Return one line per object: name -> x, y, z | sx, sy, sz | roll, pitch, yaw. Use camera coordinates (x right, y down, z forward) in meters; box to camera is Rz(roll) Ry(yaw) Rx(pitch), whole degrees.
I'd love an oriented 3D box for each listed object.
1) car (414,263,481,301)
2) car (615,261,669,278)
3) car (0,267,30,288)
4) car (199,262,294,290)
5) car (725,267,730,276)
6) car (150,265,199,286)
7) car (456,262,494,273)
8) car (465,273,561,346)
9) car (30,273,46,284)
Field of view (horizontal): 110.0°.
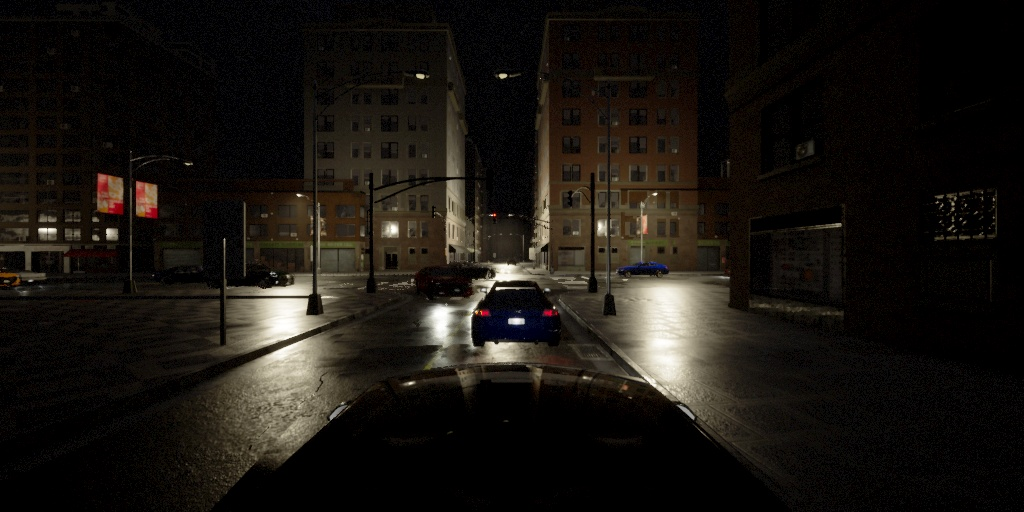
car -> -3.502, 1.228, 17.839 | 1.882, 1.535, 5.008 | 2, -1, -27
car -> 11.856, 1.218, 32.753 | 4.674, 1.442, 1.812 | 0, 0, 0
car -> -34.286, 1.347, 22.582 | 5.008, 1.535, 1.882 | 0, 0, 0
car -> -16.414, 1.158, 22.663 | 4.553, 1.767, 2.097 | 0, 0, 0
car -> 21.876, 1.222, 32.809 | 4.181, 1.385, 1.994 | 0, 0, -1
car -> -22.739, 1.378, 25.883 | 5.357, 1.411, 2.033 | 0, 0, 0
car -> -3.646, 1.246, 28.738 | 4.902, 1.511, 2.128 | 0, 1, -36
car -> 0.096, 1.314, 9.387 | 1.994, 1.385, 4.181 | 0, 0, 0
car -> -36.861, 1.477, 25.824 | 4.718, 1.301, 1.895 | 0, 0, 0
